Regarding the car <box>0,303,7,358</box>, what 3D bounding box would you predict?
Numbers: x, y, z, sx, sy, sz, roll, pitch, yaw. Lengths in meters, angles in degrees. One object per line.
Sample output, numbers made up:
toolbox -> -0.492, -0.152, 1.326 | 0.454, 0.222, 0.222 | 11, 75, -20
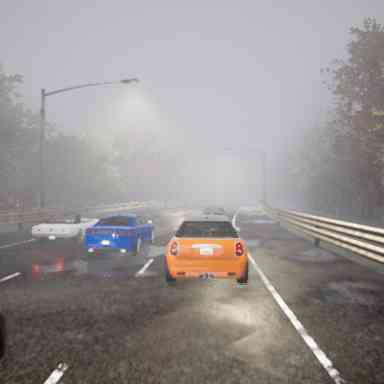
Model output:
car -> -3.310, 1.519, 2.333 | 2.128, 1.511, 4.902 | 0, -1, 1

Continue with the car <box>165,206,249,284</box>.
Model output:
car -> 0.443, 1.473, 10.115 | 2.097, 1.767, 4.553 | 0, -1, 2

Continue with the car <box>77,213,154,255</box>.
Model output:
car -> -2.851, 1.640, 14.090 | 1.882, 1.535, 5.008 | 0, -1, 4

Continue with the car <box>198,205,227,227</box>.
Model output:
car -> 1.810, 1.873, 27.110 | 2.033, 1.411, 5.357 | 0, -1, 7

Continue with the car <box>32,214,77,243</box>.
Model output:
car -> -6.160, 1.792, 17.243 | 1.895, 1.301, 4.718 | 0, -1, 4
